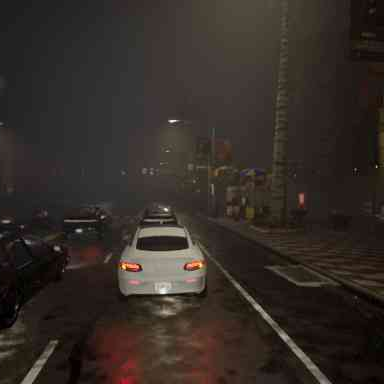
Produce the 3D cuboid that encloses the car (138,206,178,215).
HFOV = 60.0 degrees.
[{"bbox_3d":[-1.769,1.492,17.400,2.128,1.511,4.902,0,0,-7],"label":"car"}]

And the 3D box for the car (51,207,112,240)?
[{"bbox_3d":[-5.252,1.492,17.038,2.128,1.511,4.902,0,0,-7],"label":"car"}]

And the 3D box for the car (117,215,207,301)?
[{"bbox_3d":[-0.745,1.526,8.265,1.812,1.442,4.674,0,0,-6],"label":"car"}]

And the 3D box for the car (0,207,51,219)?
[{"bbox_3d":[-9.037,1.547,18.290,2.033,1.411,5.357,0,0,-7],"label":"car"}]

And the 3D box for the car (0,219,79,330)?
[{"bbox_3d":[-4.010,1.547,6.733,2.033,1.411,5.357,0,0,-6],"label":"car"}]
